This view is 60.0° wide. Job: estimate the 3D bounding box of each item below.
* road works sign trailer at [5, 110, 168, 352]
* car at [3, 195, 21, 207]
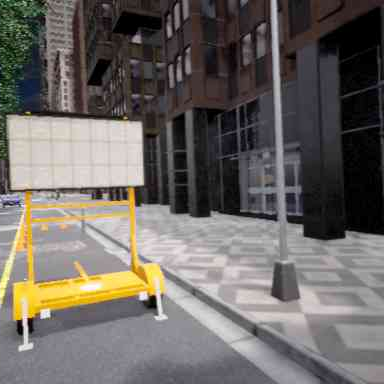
[{"bbox_3d":[-2.069,0.347,6.264,2.380,3.560,2.880,-3,2,-26],"label":"road works sign trailer"},{"bbox_3d":[-23.359,1.109,43.298,1.882,1.535,5.008,-3,2,-26],"label":"car"}]
